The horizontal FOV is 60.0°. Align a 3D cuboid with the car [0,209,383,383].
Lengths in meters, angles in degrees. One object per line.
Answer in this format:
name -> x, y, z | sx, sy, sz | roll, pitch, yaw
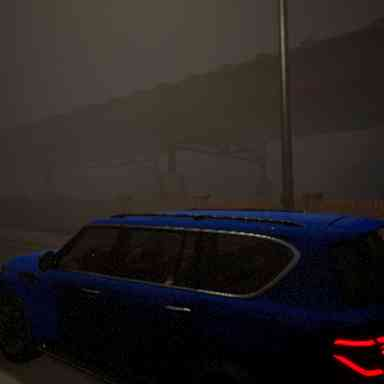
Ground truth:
car -> -0.367, 1.243, 4.253 | 5.566, 2.045, 2.150 | -1, 0, 35
